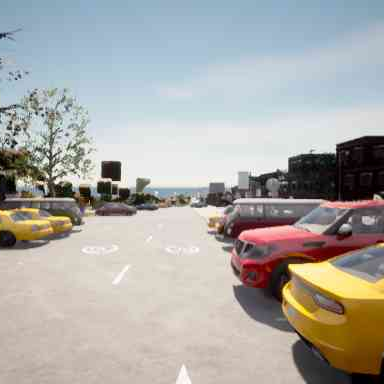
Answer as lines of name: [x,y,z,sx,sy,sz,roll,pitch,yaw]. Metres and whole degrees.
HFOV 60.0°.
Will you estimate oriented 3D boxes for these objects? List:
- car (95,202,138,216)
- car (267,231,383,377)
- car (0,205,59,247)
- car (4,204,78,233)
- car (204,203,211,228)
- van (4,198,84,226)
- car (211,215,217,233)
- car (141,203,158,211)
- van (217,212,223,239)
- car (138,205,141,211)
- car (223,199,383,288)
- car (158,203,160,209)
car: [-9.392,2.218,40.634,4.674,1.452,2.002,0,-2,-1]
car: [3.795,1.444,4.466,5.008,1.535,2.097,0,0,-2]
car: [-8.933,1.512,14.398,5.366,1.575,1.946,0,-1,-1]
car: [-9.001,1.552,17.058,5.366,1.575,1.946,0,-1,-1]
car: [3.577,1.608,19.527,5.366,1.575,1.946,0,-1,-1]
van: [-8.771,1.378,19.862,4.442,1.987,1.878,0,-1,-1]
car: [3.437,1.435,16.607,4.553,1.767,2.185,0,-1,-1]
car: [-9.898,3.166,68.119,4.674,1.452,2.002,0,-2,-1]
van: [3.430,1.294,13.571,4.442,1.987,1.878,0,-1,-1]
car: [-9.519,2.160,43.806,4.553,1.767,2.185,0,-2,-1]
car: [3.684,1.206,7.383,5.566,2.045,2.435,0,-1,-2]
car: [-9.951,3.241,71.394,4.892,1.521,2.231,0,-2,-1]
